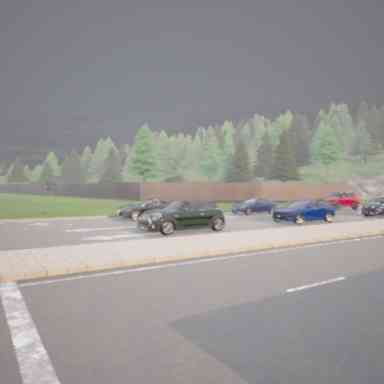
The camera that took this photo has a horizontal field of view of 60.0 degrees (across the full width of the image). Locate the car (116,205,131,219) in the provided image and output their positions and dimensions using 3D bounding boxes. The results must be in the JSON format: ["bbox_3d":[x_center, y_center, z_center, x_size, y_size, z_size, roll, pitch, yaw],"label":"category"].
[{"bbox_3d":[-3.002,1.217,24.058,4.902,1.511,2.128,0,1,-33],"label":"car"}]

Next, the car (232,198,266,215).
[{"bbox_3d":[5.652,1.254,29.650,4.674,1.442,1.812,0,1,-33],"label":"car"}]

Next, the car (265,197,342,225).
[{"bbox_3d":[7.636,1.292,22.603,5.008,1.535,1.882,0,1,-33],"label":"car"}]

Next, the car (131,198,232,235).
[{"bbox_3d":[-0.502,1.164,17.346,4.553,1.767,2.097,0,1,-33],"label":"car"}]

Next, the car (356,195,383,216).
[{"bbox_3d":[16.504,1.170,28.320,4.553,1.767,2.097,0,1,-33],"label":"car"}]

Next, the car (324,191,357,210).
[{"bbox_3d":[15.973,0.954,36.296,5.566,2.045,2.150,0,1,-32],"label":"car"}]
